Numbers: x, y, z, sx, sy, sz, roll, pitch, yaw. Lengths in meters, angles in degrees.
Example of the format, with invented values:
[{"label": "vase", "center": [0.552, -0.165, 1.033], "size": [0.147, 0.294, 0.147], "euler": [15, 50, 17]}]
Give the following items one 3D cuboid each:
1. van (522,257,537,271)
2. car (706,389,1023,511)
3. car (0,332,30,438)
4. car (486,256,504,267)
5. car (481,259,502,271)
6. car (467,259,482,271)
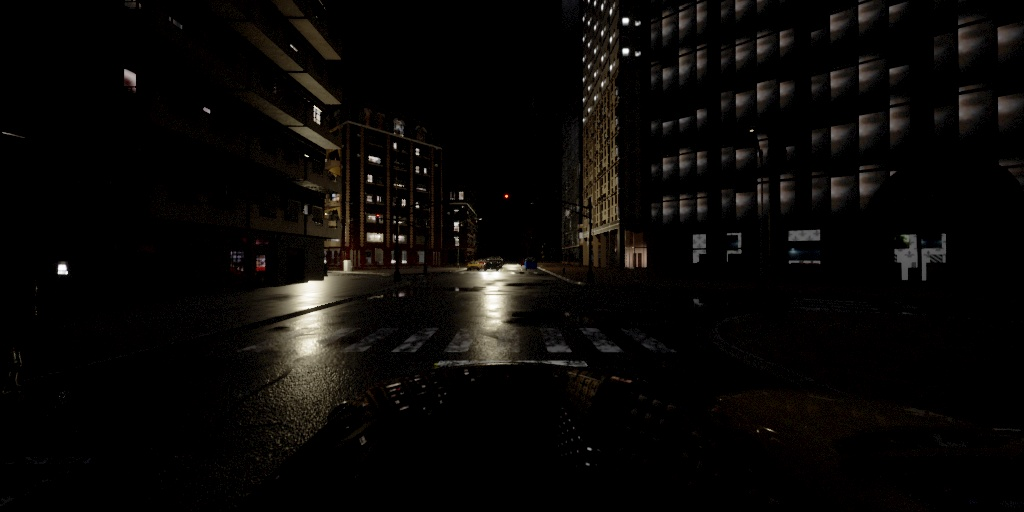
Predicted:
[{"label": "van", "center": [2.613, 1.136, 50.067], "size": [1.690, 1.789, 3.998], "euler": [0, 0, 0]}, {"label": "car", "center": [2.563, 1.275, 1.244], "size": [1.751, 1.417, 4.829], "euler": [0, 0, 0]}, {"label": "car", "center": [-5.318, 1.065, 1.076], "size": [2.192, 1.841, 5.009], "euler": [0, 0, 0]}, {"label": "car", "center": [-2.779, 1.037, 59.153], "size": [2.150, 2.045, 5.566], "euler": [0, 0, 0]}, {"label": "car", "center": [-2.800, 1.395, 49.229], "size": [1.895, 1.301, 4.718], "euler": [0, 0, 0]}, {"label": "car", "center": [-5.267, 1.321, 49.906], "size": [1.751, 1.417, 4.829], "euler": [0, 0, 0]}]
